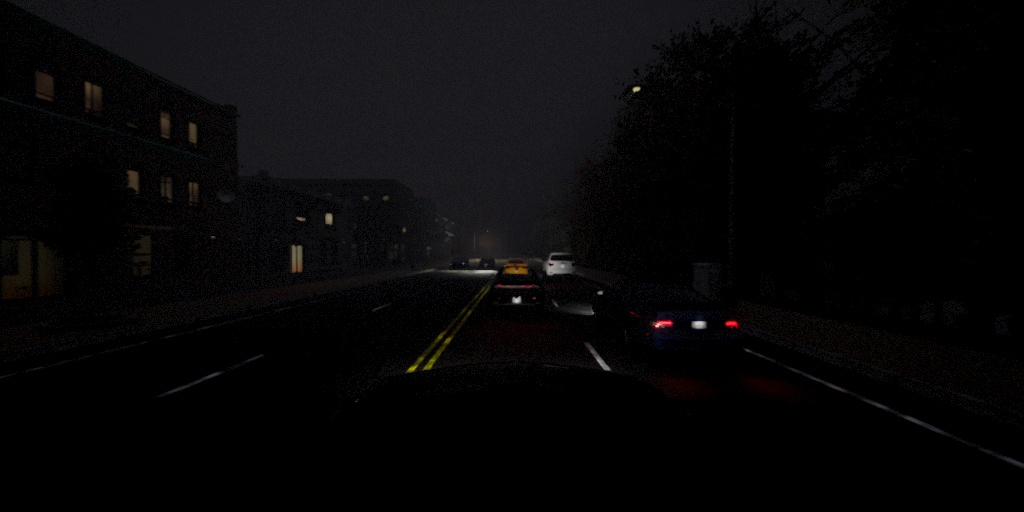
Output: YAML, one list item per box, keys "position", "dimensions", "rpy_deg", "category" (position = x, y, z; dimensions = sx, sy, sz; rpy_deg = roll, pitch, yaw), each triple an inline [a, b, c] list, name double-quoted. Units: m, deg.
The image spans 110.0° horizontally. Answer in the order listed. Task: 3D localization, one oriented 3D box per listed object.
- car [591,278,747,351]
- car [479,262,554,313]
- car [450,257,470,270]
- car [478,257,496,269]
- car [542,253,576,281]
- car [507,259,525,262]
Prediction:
- position: [3.366, 1.248, 8.896]
  dimensions: [2.033, 1.411, 5.357]
  rpy_deg: [0, 1, 1]
  category: "car"
- position: [0.174, 1.138, 13.446]
  dimensions: [2.128, 1.511, 4.902]
  rpy_deg: [0, 1, 1]
  category: "car"
- position: [-6.231, 0.828, 43.238]
  dimensions: [1.882, 1.535, 5.008]
  rpy_deg: [0, 0, 1]
  category: "car"
- position: [-2.977, 0.855, 43.567]
  dimensions: [2.128, 1.511, 4.902]
  rpy_deg: [0, 0, 1]
  category: "car"
- position: [3.554, 0.754, 27.682]
  dimensions: [2.150, 2.045, 5.566]
  rpy_deg: [0, 0, 1]
  category: "car"
- position: [0.331, 0.973, 30.294]
  dimensions: [1.882, 1.535, 5.008]
  rpy_deg: [0, 1, 1]
  category: "car"
